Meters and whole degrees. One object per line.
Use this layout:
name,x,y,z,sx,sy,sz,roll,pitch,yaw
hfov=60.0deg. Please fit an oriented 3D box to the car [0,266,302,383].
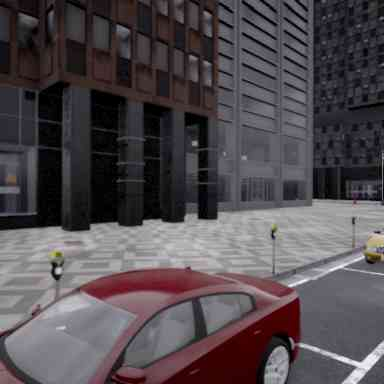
car,-0.585,1.542,3.280,4.507,1.381,1.887,0,0,-45

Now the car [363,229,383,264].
car,7.137,1.534,10.946,4.829,1.417,1.752,0,0,-45
